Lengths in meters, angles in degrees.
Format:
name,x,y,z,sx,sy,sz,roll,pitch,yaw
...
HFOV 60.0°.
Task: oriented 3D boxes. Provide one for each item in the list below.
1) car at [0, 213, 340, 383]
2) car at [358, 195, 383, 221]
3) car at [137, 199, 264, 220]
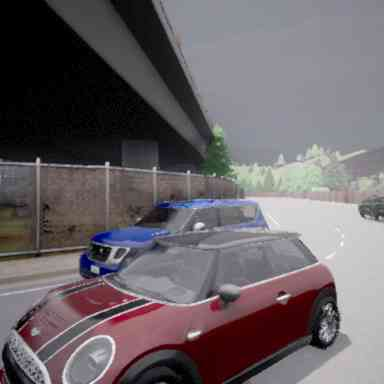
name,x,y,z,sx,sy,sz,roll,pitch,yaw
car,0.071,1.361,4.484,4.553,1.767,2.097,0,0,-41
car,15.659,1.280,27.580,2.150,2.045,5.566,0,0,11
car,-0.056,1.240,8.794,2.150,2.045,5.566,1,0,44
